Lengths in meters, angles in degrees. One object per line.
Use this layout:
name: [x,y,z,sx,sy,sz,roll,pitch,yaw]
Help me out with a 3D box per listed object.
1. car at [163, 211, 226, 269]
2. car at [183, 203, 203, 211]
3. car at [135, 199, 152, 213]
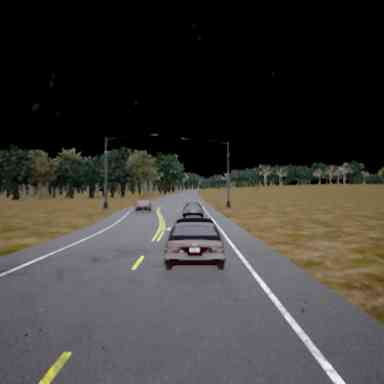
car: [0.082,1.599,11.337,2.033,1.411,5.357,0,0,0]
car: [0.093,1.705,32.367,1.994,1.385,4.181,0,0,0]
car: [-5.841,1.639,40.110,1.882,1.535,5.008,0,0,-6]
